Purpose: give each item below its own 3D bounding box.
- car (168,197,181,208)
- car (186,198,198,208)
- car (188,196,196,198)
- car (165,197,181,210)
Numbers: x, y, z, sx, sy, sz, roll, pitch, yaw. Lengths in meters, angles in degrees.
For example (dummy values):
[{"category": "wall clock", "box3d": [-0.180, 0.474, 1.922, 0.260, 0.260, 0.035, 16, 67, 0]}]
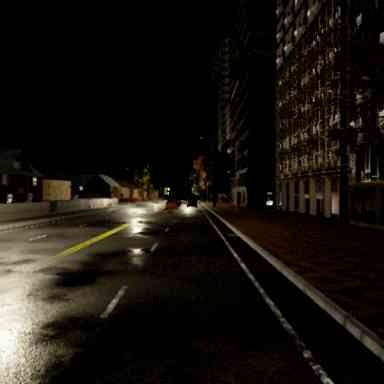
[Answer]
[{"category": "car", "box3d": [-3.247, 1.886, 63.458, 2.150, 2.045, 5.566, 0, -1, 0]}, {"category": "car", "box3d": [0.003, 2.173, 59.676, 1.994, 1.385, 4.181, 0, -1, 0]}, {"category": "car", "box3d": [0.003, 1.944, 68.874, 2.150, 2.045, 5.566, 0, -1, 0]}, {"category": "car", "box3d": [-3.247, 2.010, 53.006, 1.882, 1.535, 5.008, 0, -1, 0]}]
